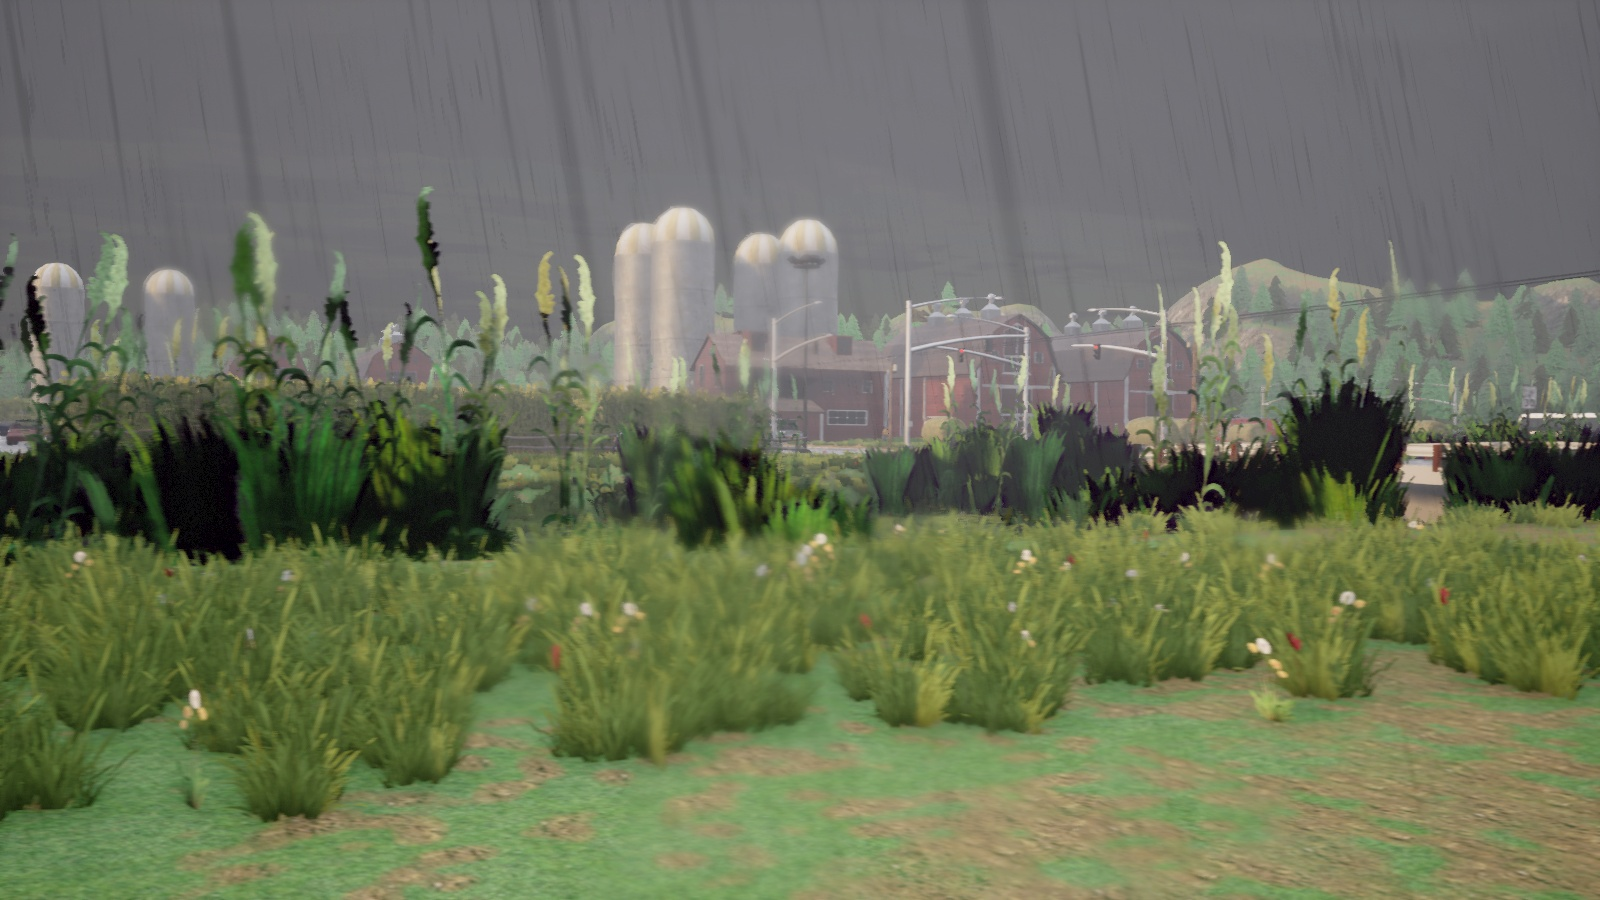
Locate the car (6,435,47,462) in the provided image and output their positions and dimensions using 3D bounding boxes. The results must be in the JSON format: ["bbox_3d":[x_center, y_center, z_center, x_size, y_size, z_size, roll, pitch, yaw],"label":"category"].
[{"bbox_3d":[-49.389,-0.103,80.222,1.851,1.617,3.988,-1,1,-26],"label":"car"}]
